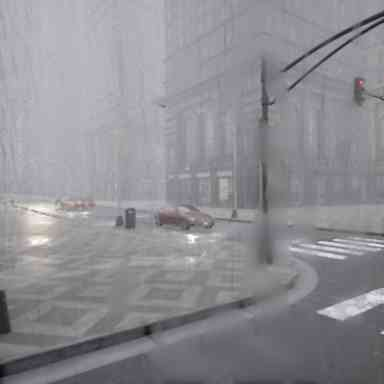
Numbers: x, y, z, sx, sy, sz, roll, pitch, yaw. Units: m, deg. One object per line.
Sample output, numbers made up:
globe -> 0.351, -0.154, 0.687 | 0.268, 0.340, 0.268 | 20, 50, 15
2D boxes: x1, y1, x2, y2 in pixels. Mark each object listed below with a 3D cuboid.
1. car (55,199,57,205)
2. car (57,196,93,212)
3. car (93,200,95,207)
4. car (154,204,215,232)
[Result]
car -> -20.451, 1.352, 53.199 | 1.812, 1.442, 4.674 | -1, 1, -35
car -> -13.472, 1.242, 38.097 | 2.097, 1.767, 4.553 | -1, 0, -35
car -> -14.814, 1.394, 45.382 | 2.033, 1.411, 5.357 | -1, 0, -35
car -> -0.597, 1.444, 19.993 | 1.812, 1.442, 4.674 | -1, 0, -35
